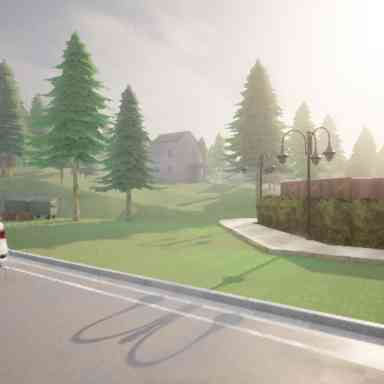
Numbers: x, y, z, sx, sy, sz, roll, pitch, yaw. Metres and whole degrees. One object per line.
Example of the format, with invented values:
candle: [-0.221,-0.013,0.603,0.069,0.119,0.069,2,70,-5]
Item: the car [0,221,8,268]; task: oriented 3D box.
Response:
car: [-7.298,1.222,9.199,5.566,2.045,2.150,0,0,36]
